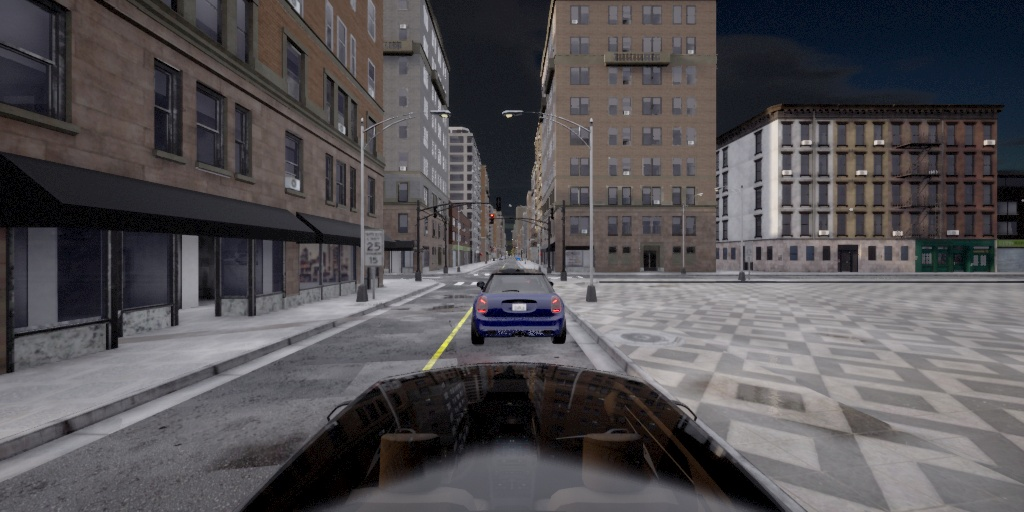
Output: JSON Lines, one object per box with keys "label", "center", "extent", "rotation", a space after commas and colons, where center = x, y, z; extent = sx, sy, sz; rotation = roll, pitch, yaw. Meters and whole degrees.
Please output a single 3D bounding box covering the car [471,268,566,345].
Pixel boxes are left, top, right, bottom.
{"label": "car", "center": [0.100, 1.102, 9.706], "extent": [2.097, 1.767, 4.553], "rotation": [0, 0, -1]}
